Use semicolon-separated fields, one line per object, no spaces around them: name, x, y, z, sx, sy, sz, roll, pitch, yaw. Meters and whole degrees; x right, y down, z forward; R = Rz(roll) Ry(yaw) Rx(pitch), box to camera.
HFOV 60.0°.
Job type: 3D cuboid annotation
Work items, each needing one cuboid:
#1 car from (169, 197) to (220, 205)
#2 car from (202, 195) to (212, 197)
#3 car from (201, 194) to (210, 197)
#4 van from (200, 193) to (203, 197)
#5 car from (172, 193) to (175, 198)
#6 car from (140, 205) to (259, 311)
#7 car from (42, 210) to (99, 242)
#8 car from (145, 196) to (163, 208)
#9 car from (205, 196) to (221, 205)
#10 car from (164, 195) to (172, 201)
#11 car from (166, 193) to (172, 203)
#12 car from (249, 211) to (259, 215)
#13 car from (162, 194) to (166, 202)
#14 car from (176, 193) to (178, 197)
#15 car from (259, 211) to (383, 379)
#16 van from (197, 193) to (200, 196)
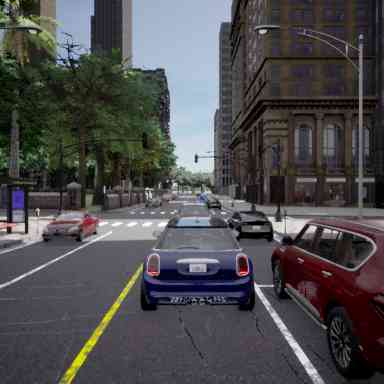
car;0.103;1.348;17.473;2.097;1.767;4.553;0;0;0
car;2.765;1.544;48.147;1.947;1.339;4.313;0;0;0
car;2.766;1.499;53.737;1.752;1.417;4.829;0;0;0
van;2.765;1.310;58.987;1.690;1.788;3.998;0;0;0
car;-5.758;1.265;75.269;2.192;1.841;5.009;0;0;0
car;0.104;1.351;7.939;2.097;1.767;4.553;0;0;0
car;-5.764;1.578;16.308;1.802;1.307;4.206;0;0;0
car;-5.761;1.529;48.168;2.008;1.369;4.403;0;0;0
car;2.764;1.548;42.726;1.947;1.339;4.313;0;0;0
car;-5.757;1.467;80.520;1.752;1.417;4.829;0;0;0
car;-5.758;1.397;69.849;1.967;1.590;4.097;0;0;0
car;2.761;1.562;16.290;1.947;1.339;4.313;0;0;0
car;-5.760;1.414;53.587;1.967;1.590;4.097;0;0;0
car;-5.756;1.240;91.530;2.192;1.841;5.009;0;0;0
car;2.759;1.314;5.439;2.192;1.841;5.009;0;0;0
van;2.768;1.283;80.669;1.690;1.788;3.998;0;0;0
